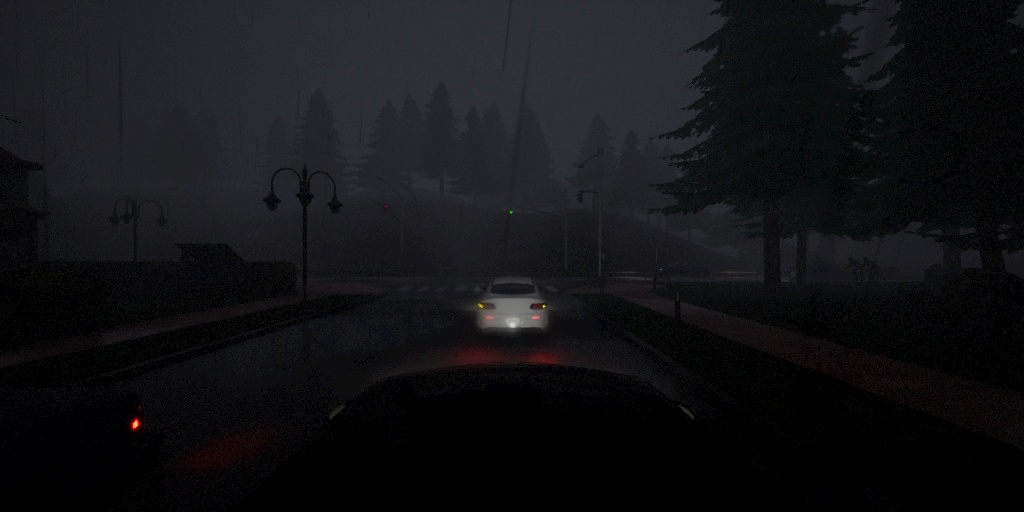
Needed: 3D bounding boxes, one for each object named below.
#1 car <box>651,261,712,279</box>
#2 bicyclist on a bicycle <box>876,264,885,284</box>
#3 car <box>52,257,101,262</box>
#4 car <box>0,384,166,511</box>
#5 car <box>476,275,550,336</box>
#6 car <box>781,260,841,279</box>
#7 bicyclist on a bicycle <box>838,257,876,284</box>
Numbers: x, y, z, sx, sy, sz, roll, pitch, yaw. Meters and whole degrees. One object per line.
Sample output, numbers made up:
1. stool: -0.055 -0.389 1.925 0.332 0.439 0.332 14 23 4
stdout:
1. car: 14.066 1.106 29.840 4.674 1.442 1.812 0 0 -1
2. bicyclist on a bicycle: 21.783 0.887 21.929 0.582 1.620 1.656 0 0 -14
3. car: -30.763 0.933 25.845 4.553 1.767 2.097 0 0 0
4. car: -3.604 1.297 0.316 2.033 1.411 5.357 0 0 0
5. car: 0.023 1.273 10.250 1.812 1.442 4.674 0 0 0
6. car: 24.388 1.058 29.875 5.008 1.535 1.882 0 0 0
7. bicyclist on a bicycle: 21.136 0.885 22.189 0.582 1.620 1.656 0 0 -16
